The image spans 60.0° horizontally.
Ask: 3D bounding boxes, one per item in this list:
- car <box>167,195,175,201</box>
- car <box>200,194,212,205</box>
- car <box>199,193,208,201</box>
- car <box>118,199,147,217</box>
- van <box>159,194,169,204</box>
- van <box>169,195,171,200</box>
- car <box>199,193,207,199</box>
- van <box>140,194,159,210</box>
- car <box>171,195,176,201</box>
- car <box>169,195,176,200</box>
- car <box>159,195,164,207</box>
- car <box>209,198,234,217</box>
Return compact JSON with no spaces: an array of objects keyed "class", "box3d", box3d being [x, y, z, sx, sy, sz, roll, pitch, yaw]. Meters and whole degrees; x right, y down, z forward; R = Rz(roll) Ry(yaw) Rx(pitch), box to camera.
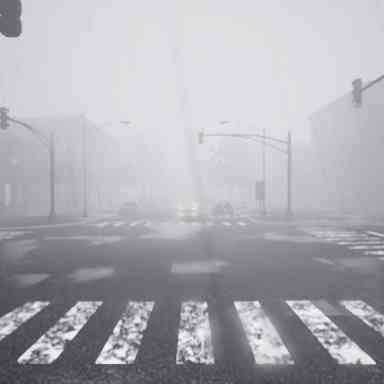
[{"class":"car","box3d":[-5.353,1.453,85.879,1.887,1.381,4.507,0,0,0]},{"class":"car","box3d":[2.918,1.489,58.114,2.008,1.369,4.403,-1,0,0]},{"class":"car","box3d":[3.026,1.223,85.845,2.192,1.841,5.009,-1,0,0]},{"class":"car","box3d":[-5.572,1.550,30.416,1.802,1.307,4.206,0,0,0]},{"class":"van","box3d":[-5.465,1.280,58.147,1.690,1.788,3.998,0,0,0]},{"class":"van","box3d":[-5.442,1.274,63.693,1.690,1.788,3.998,0,0,0]},{"class":"car","box3d":[2.984,1.486,74.752,1.947,1.339,4.313,-1,0,0]},{"class":"van","box3d":[-5.530,1.298,41.508,1.690,1.788,3.998,0,0,0]},{"class":"car","box3d":[-5.375,1.480,80.332,1.947,1.339,4.313,0,0,0]},{"class":"car","box3d":[-5.331,1.483,91.425,1.802,1.307,4.206,0,0,0]},{"class":"car","box3d":[-5.507,1.495,47.055,1.887,1.381,4.507,0,0,0]},{"class":"car","box3d":[2.808,1.493,30.553,1.752,1.417,4.829,-1,0,0]}]
